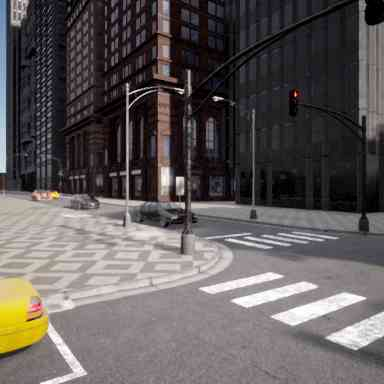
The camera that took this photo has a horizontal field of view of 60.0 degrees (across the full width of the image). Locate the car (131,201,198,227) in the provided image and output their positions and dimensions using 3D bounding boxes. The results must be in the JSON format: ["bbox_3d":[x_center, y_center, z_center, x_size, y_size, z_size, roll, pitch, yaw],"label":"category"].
[{"bbox_3d":[-1.846,1.237,20.288,2.033,1.411,5.357,0,1,-36],"label":"car"}]

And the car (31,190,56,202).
[{"bbox_3d":[-21.809,0.463,48.184,2.097,1.767,4.553,0,1,-36],"label":"car"}]

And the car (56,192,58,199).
[{"bbox_3d":[-24.385,0.422,57.065,1.882,1.535,5.008,0,0,-36],"label":"car"}]

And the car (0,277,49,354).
[{"bbox_3d":[-4.232,1.525,3.630,4.829,1.417,1.752,0,0,-35],"label":"car"}]

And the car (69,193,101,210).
[{"bbox_3d":[-10.420,0.923,32.202,1.837,1.490,4.892,0,1,-36],"label":"car"}]
